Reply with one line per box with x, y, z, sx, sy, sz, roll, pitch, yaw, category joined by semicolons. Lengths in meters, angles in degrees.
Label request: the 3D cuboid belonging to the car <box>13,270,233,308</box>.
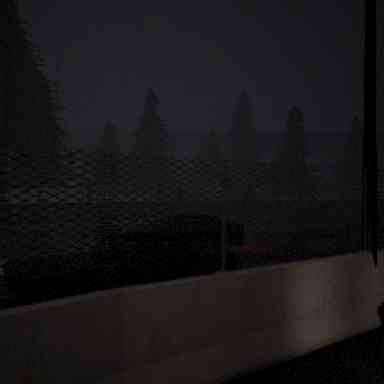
-1.429;1.582;7.067;4.718;1.301;1.895;0;0;-33;car
